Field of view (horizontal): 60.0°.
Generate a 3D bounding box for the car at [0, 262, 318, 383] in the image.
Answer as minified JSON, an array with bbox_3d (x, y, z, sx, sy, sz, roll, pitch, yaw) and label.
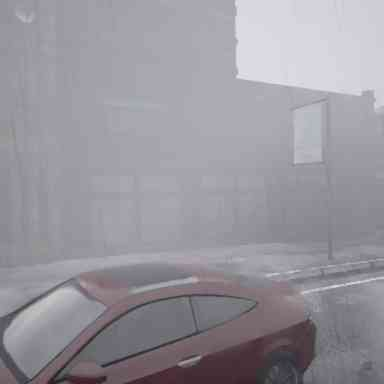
[{"bbox_3d":[-0.720,1.523,3.226,4.674,1.442,1.812,0,0,-34],"label":"car"}]
